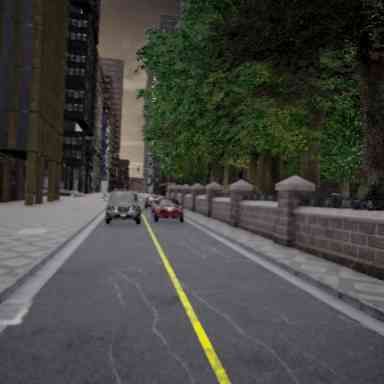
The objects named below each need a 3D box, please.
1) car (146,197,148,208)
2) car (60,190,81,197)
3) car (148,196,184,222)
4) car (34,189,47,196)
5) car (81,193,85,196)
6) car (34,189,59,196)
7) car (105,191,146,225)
[{"bbox_3d":[-4.774,1.219,40.112,1.812,1.442,4.674,3,0,-10],"label":"car"},{"bbox_3d":[-24.107,0.295,63.624,4.403,1.369,2.008,2,-1,-10],"label":"car"},{"bbox_3d":[-1.901,1.203,24.898,2.097,1.767,4.553,3,0,-10],"label":"car"},{"bbox_3d":[-29.527,0.080,62.638,4.313,1.339,1.947,2,-1,-10],"label":"car"},{"bbox_3d":[-25.813,0.358,71.979,4.829,1.417,1.752,2,-1,-10],"label":"car"},{"bbox_3d":[-31.065,0.160,71.023,4.403,1.369,2.008,2,-1,-10],"label":"car"},{"bbox_3d":[-4.467,0.965,21.986,2.150,2.045,5.566,3,0,-11],"label":"car"}]
